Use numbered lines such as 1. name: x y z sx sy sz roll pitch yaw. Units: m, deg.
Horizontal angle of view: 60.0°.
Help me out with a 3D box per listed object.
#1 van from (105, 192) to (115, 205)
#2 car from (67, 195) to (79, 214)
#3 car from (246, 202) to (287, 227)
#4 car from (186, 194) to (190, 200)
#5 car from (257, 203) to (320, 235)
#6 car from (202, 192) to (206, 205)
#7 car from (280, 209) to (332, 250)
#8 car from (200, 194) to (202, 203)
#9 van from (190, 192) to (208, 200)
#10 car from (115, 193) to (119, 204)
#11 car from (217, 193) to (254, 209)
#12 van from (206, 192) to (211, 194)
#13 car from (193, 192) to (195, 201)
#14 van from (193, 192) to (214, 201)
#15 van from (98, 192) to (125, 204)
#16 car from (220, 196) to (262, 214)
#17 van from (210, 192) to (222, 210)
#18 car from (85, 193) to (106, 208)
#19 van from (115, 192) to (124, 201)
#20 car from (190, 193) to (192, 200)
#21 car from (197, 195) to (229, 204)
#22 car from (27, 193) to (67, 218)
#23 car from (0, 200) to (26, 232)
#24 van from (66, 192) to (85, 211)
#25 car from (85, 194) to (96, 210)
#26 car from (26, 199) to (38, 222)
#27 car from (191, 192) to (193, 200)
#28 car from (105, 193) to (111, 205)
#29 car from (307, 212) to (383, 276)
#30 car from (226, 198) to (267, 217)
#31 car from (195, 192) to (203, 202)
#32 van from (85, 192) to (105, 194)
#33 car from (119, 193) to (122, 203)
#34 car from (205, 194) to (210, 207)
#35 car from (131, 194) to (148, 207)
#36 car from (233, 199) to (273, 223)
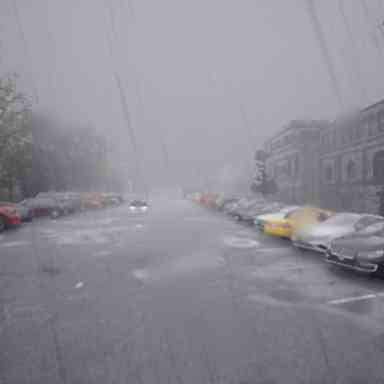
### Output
1. van: -13.601 0.994 46.925 4.442 1.987 1.878 -1 0 -23
2. car: -12.777 1.333 29.223 4.792 1.488 2.163 -1 1 -23
3. car: 5.673 1.477 18.466 4.674 1.452 2.002 1 1 -23
4. car: 2.304 0.977 79.969 5.566 2.045 2.435 1 0 -23
5. car: 5.997 1.455 15.614 5.366 1.575 1.946 1 0 -23
6. car: 4.219 1.165 44.821 4.553 1.767 2.185 1 0 -23
7. car: 5.990 1.514 12.606 4.674 1.452 2.002 1 1 -23
8. car: 4.090 1.321 47.757 4.674 1.452 2.002 1 0 -23
9. van: 1.916 1.103 88.807 4.442 1.987 1.878 2 -2 -23
10. car: -13.865 1.252 49.817 4.674 1.452 2.002 -1 0 -23
11. car: 5.070 1.239 30.192 4.553 1.767 2.185 1 1 -23
12. van: 4.514 1.080 41.950 4.442 1.987 1.878 1 0 -23
13. car: 3.467 1.248 62.479 5.366 1.575 1.946 1 0 -23
14. van: 2.555 1.006 74.068 4.442 1.987 1.878 1 0 -23
15. van: -14.234 0.966 58.684 4.442 1.987 1.878 -1 0 -23
16. car: 5.202 1.383 27.255 4.892 1.521 2.231 1 1 -23
17. van: 4.620 1.103 35.992 4.442 1.987 1.878 1 1 -23
18. car: -13.057 1.251 38.130 5.366 1.575 1.946 -1 0 -23
19. van: -14.287 0.974 55.644 4.442 1.987 1.878 -1 0 -23
20. car: 2.846 1.267 71.203 4.792 1.488 2.163 1 0 -23
21. car: 3.606 1.259 56.547 4.892 1.521 2.231 1 0 -23
22. car: -12.566 1.195 26.306 4.553 1.767 2.185 -1 1 -23
23. car: -12.093 1.125 17.489 5.566 2.045 2.435 -1 0 -23
24. van: -13.014 1.062 32.123 4.442 1.987 1.878 -1 1 -23
25. car: -13.060 1.271 35.115 4.892 1.521 2.231 -1 1 -23
26. car: -12.299 1.388 20.401 4.792 1.488 2.163 -1 1 -23
27. car: 3.152 1.241 68.332 5.366 1.575 1.946 1 0 -23
28. car: -13.540 1.270 43.932 4.674 1.452 2.002 -1 1 -23
29. car: 6.153 1.494 9.677 4.892 1.521 2.231 1 1 -23
30. car: 5.327 1.429 24.311 4.792 1.488 2.163 1 1 -23
31. car: 3.959 1.021 50.702 5.566 2.045 2.435 1 0 -23
32. van: -13.494 1.019 40.946 4.442 1.987 1.878 -1 1 -23
33. car: -14.026 1.244 52.758 4.674 1.452 2.002 -1 0 -23
34. car: 4.557 1.316 38.972 5.008 1.535 2.097 1 0 -23
35. car: -7.391 1.109 47.055 2.097 1.767 4.553 0 0 -3
36. car: 5.523 1.420 21.392 4.892 1.521 2.231 1 1 -23
